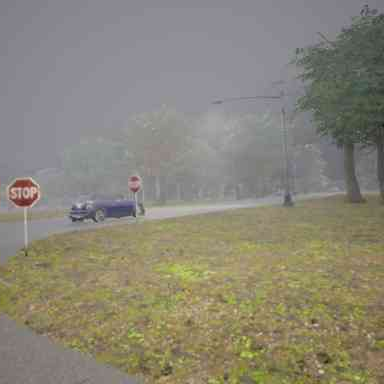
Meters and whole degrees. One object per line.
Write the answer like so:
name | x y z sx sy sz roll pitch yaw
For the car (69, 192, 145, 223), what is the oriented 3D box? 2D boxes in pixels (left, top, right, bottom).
car | -4.956 0.803 19.911 2.097 1.767 4.553 -4 -1 34

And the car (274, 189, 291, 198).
car | 17.986 0.203 65.976 2.097 1.767 4.553 -4 -1 34
